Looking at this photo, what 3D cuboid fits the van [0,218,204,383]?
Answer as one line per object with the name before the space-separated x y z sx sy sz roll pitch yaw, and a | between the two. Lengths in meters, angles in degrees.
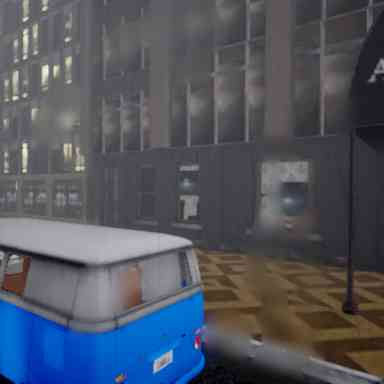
van | -1.769 1.292 4.128 3.998 1.788 1.690 1 1 35
